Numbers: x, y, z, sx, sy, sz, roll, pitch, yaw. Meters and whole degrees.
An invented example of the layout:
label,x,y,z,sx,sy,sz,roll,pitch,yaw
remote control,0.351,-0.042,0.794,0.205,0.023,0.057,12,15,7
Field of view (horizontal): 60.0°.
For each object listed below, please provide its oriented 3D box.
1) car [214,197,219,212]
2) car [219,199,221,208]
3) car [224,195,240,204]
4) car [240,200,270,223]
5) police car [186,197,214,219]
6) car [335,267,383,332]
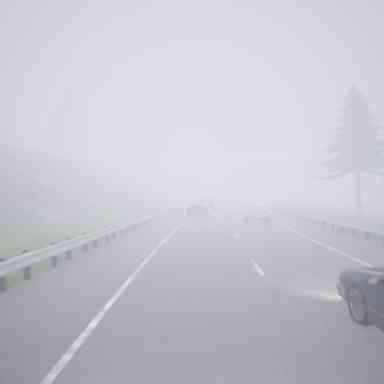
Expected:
label,x,y,z,sx,sy,sz,roll,pitch,yaw
car,1.896,1.584,39.896,1.812,1.442,4.674,0,0,8
car,2.810,1.418,45.781,2.097,1.767,4.553,0,0,9
car,7.540,1.465,64.816,2.097,1.767,4.553,0,0,12
car,4.946,1.569,26.051,1.812,1.442,4.674,0,0,5
police car,0.650,1.468,30.111,1.930,1.638,5.238,0,0,6
car,3.670,1.559,4.028,2.033,1.411,5.357,0,0,1
